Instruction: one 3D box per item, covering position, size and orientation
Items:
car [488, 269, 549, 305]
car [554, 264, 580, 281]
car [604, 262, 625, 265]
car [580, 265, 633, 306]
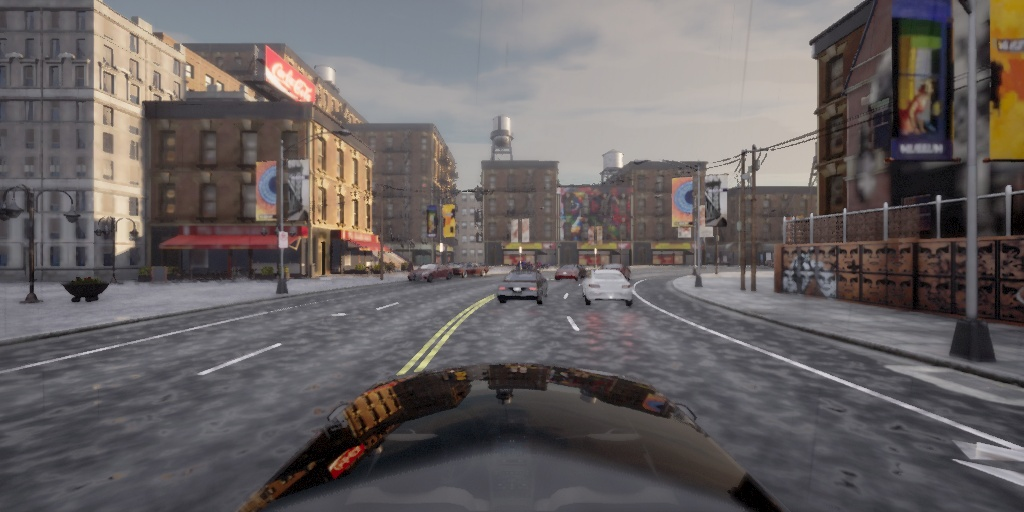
[{"bbox_3d":[0.599,1.313,16.188,2.033,1.411,5.357,0,0,9],"label":"car"},{"bbox_3d":[5.049,1.322,29.887,1.994,1.385,4.181,0,0,27],"label":"car"},{"bbox_3d":[8.172,1.235,28.308,1.882,1.535,5.008,0,0,27],"label":"car"},{"bbox_3d":[4.055,1.283,15.631,1.812,1.442,4.674,0,0,9],"label":"car"}]
